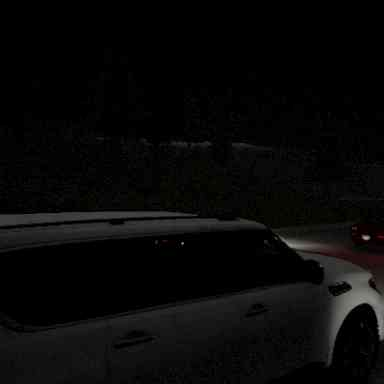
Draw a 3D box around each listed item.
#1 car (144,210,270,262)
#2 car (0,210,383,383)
[{"bbox_3d":[0.675,1.530,12.709,4.674,1.442,1.812,0,0,-35],"label":"car"},{"bbox_3d":[-0.130,1.221,3.626,5.566,2.045,2.150,0,0,-35],"label":"car"}]
